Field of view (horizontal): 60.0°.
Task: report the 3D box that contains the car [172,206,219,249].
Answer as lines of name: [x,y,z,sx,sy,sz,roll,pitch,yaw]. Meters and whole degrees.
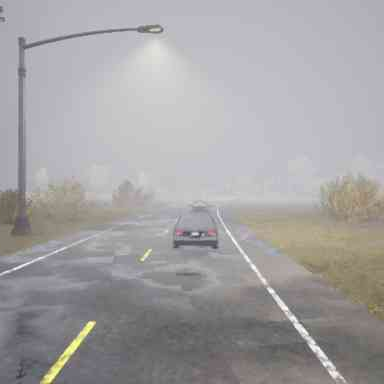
car: [0.178,1.568,14.577,2.033,1.411,5.357,0,0,1]

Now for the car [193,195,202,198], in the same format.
car: [1.263,1.499,76.958,2.128,1.511,4.902,0,0,7]

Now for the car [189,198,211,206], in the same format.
car: [0.712,1.541,29.527,1.812,1.442,4.674,0,0,3]
